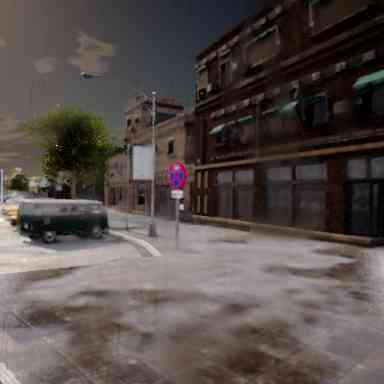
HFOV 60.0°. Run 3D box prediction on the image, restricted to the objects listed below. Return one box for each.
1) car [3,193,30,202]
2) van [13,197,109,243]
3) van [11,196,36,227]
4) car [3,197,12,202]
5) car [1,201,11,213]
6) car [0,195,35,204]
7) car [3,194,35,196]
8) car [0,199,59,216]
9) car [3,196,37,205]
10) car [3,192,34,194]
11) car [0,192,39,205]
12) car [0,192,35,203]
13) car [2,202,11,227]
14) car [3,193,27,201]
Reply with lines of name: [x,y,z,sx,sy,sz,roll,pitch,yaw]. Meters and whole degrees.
car: [-37.845,1.215,71.715,2.185,1.767,4.553,1,-1,40]
van: [-6.343,1.420,17.175,1.878,1.987,4.442,0,-2,40]
van: [-7.860,1.437,19.764,1.878,1.987,4.442,0,-2,40]
car: [-15.598,1.618,32.502,1.946,1.575,5.366,2,0,40]
car: [-10.848,1.686,24.984,1.946,1.575,5.366,1,-1,40]
car: [-31.996,1.393,61.153,1.946,1.575,5.366,1,0,40]
car: [-24.462,1.522,48.236,2.163,1.488,4.792,2,0,40]
car: [-17.097,1.596,35.102,1.946,1.575,5.366,2,0,40]
car: [-28.911,1.475,56.080,2.002,1.452,4.674,1,-1,40]
car: [-25.905,1.349,50.888,2.185,1.767,4.553,2,0,40]
car: [-30.386,1.166,58.665,2.435,2.045,5.566,2,-1,40]
car: [-34.859,1.118,66.494,2.435,2.045,5.566,1,-1,40]
car: [-9.443,1.676,22.252,2.097,1.535,5.008,1,-1,40]
car: [-42.257,1.181,79.580,2.185,1.767,4.553,1,-1,40]
